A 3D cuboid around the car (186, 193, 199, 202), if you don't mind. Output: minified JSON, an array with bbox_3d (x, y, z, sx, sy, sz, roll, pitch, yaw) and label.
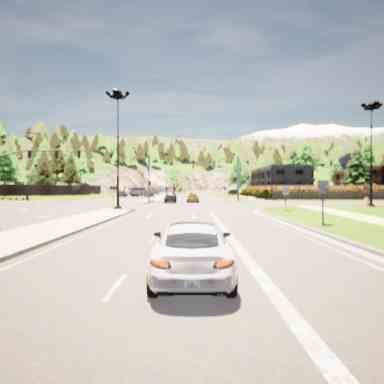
[{"bbox_3d":[0.125,0.886,54.684,1.882,1.535,5.008,0,1,0],"label":"car"}]

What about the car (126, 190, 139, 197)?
[{"bbox_3d":[-14.956,0.601,86.931,2.033,1.411,5.357,0,1,0],"label":"car"}]

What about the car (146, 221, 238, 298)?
[{"bbox_3d":[0.004,1.436,8.145,1.812,1.442,4.674,0,1,0],"label":"car"}]

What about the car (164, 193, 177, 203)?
[{"bbox_3d":[-3.376,0.913,53.481,2.128,1.511,4.902,0,1,0],"label":"car"}]

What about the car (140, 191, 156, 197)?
[{"bbox_3d":[-11.456,0.416,86.951,2.097,1.767,4.553,0,1,0],"label":"car"}]

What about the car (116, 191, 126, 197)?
[{"bbox_3d":[-18.456,0.413,87.267,2.097,1.767,4.553,0,1,0],"label":"car"}]
